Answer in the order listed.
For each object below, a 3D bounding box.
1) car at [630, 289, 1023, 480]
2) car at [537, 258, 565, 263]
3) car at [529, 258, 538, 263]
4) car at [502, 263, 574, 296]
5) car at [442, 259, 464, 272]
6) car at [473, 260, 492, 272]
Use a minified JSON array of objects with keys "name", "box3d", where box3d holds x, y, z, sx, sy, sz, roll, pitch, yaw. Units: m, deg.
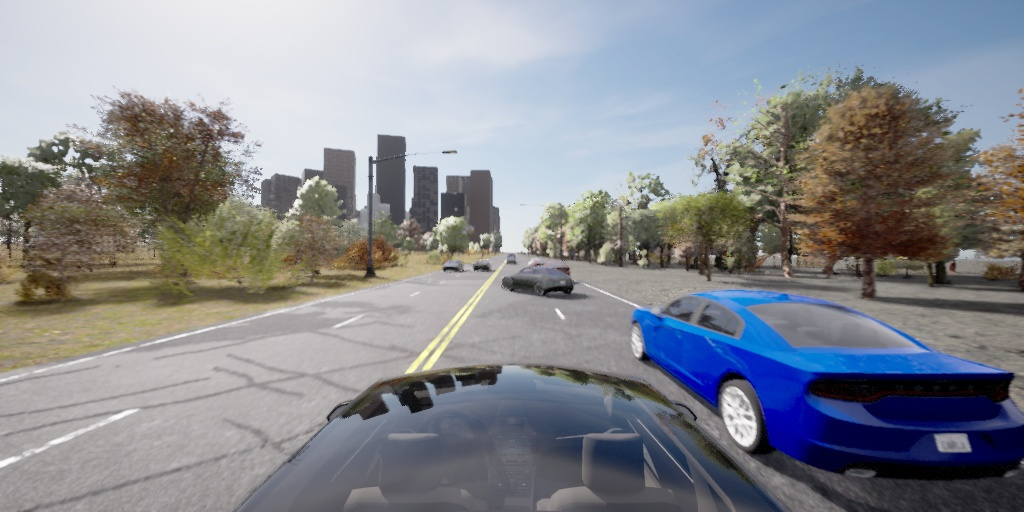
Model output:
[{"name":"car","box3d":[3.252,1.206,5.122,1.882,1.535,5.008,0,1,0]},{"name":"car","box3d":[3.220,1.085,27.129,1.882,1.535,5.008,0,0,0]},{"name":"car","box3d":[3.200,1.025,38.133,1.882,1.535,5.008,0,0,0]},{"name":"car","box3d":[1.264,1.221,18.716,1.994,1.385,4.181,0,0,-35]},{"name":"car","box3d":[-6.640,1.087,40.937,2.033,1.411,5.357,0,0,0]},{"name":"car","box3d":[-3.383,1.138,41.249,1.895,1.301,4.718,0,0,0]}]
